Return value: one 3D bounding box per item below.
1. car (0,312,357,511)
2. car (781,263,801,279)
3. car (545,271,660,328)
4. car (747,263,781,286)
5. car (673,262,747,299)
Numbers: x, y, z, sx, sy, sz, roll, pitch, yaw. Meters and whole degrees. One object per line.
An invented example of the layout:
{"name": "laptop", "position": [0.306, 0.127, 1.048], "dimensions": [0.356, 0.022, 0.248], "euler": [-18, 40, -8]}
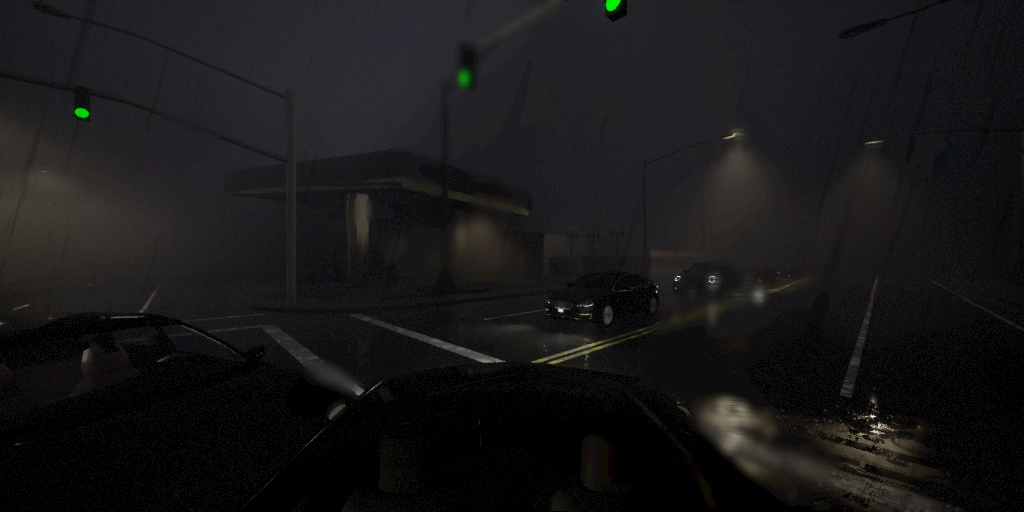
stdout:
{"name": "car", "position": [-3.375, 1.242, 2.708], "dimensions": [4.902, 1.511, 2.128], "euler": [0, 0, 16]}
{"name": "car", "position": [24.343, 1.314, 32.057], "dimensions": [4.181, 1.385, 1.994], "euler": [0, 0, -44]}
{"name": "car", "position": [3.083, 1.255, 11.615], "dimensions": [4.892, 1.490, 1.837], "euler": [0, 0, -44]}
{"name": "car", "position": [17.087, 1.314, 25.129], "dimensions": [4.181, 1.385, 1.994], "euler": [0, 0, -45]}
{"name": "car", "position": [10.041, 1.102, 18.340], "dimensions": [4.553, 1.767, 2.097], "euler": [0, 0, -44]}
